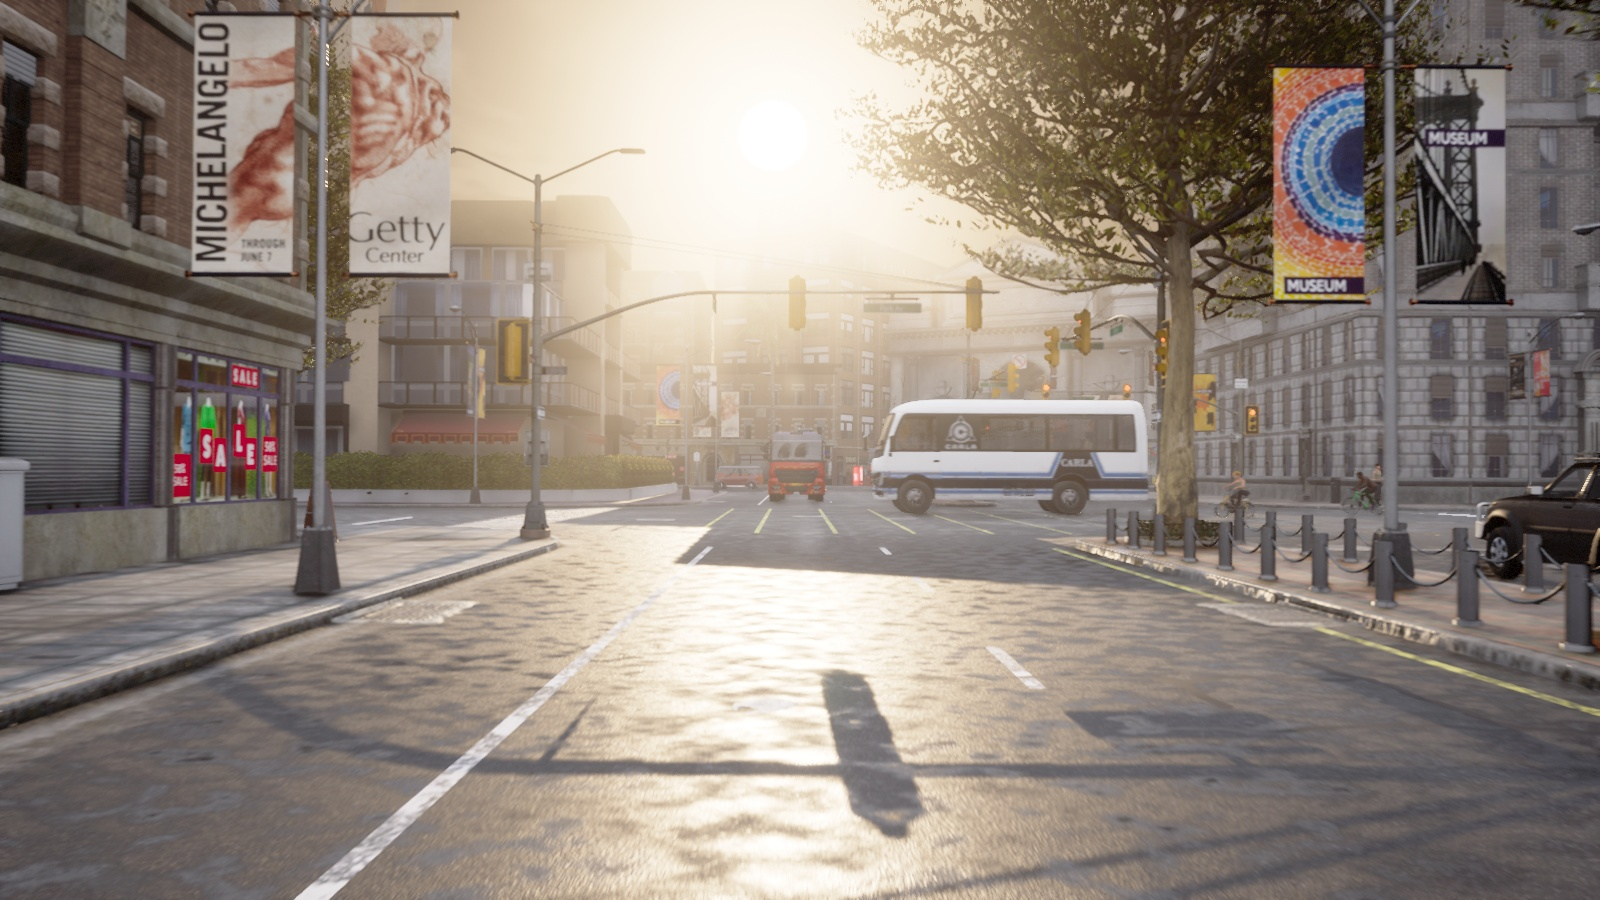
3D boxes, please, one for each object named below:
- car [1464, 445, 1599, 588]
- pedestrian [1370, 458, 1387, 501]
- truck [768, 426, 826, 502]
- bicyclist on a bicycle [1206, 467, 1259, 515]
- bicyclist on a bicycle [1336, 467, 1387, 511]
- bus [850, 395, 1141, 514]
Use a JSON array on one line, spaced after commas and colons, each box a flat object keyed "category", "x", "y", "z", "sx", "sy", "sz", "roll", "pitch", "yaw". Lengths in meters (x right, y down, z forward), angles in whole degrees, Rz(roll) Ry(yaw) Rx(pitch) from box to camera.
[{"category": "car", "x": 11.396, "y": 0.878, "z": 17.465, "sx": 1.932, "sy": 1.855, "sz": 4.605, "roll": 0, "pitch": -1, "yaw": 1}, {"category": "pedestrian", "x": 24.759, "y": 1.273, "z": 53.789, "sx": 0.345, "sy": 1.836, "sz": 0.594, "roll": 0, "pitch": -1, "yaw": -14}, {"category": "truck", "x": -0.170, "y": 0.779, "z": 67.386, "sx": 2.891, "sy": 3.827, "sz": 8.468, "roll": 0, "pitch": -1, "yaw": 0}, {"category": "bicyclist on a bicycle", "x": 14.888, "y": 1.416, "z": 43.253, "sx": 1.509, "sy": 1.612, "sz": 0.866, "roll": 0, "pitch": 0, "yaw": -11}, {"category": "bicyclist on a bicycle", "x": 21.158, "y": 1.475, "z": 47.313, "sx": 1.656, "sy": 1.620, "sz": 0.582, "roll": -1, "pitch": -1, "yaw": 0}, {"category": "bus", "x": 7.125, "y": 0.200, "z": 47.221, "sx": 10.273, "sy": 4.253, "sz": 3.944, "roll": 0, "pitch": -1, "yaw": 0}]
